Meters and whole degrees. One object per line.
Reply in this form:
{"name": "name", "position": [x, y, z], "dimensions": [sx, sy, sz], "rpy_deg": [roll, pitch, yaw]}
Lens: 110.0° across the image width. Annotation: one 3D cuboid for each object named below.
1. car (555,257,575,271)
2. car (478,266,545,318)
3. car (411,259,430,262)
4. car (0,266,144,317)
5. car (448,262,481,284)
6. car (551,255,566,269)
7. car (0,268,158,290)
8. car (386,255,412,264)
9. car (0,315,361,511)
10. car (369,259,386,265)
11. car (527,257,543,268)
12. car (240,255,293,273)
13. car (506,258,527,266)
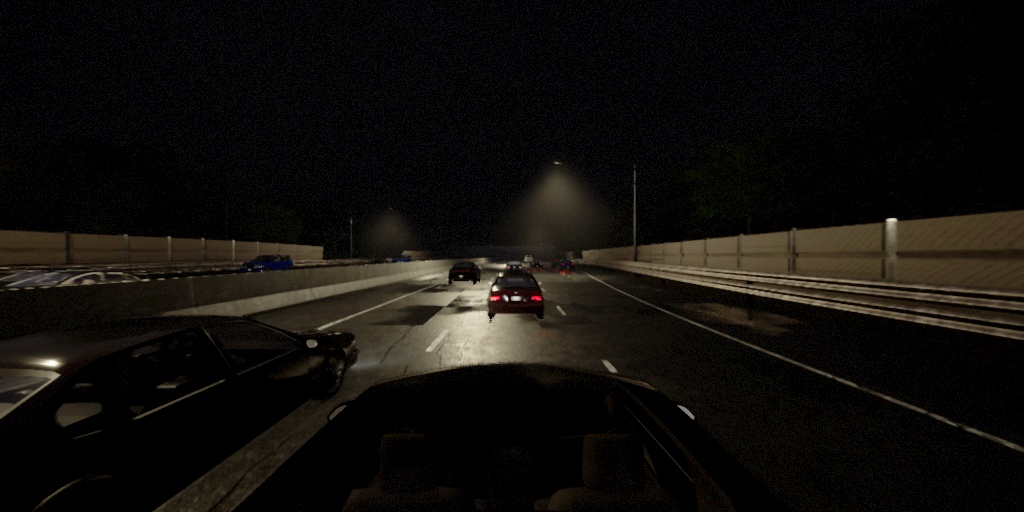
{"name": "car", "position": [7.102, 1.193, 47.011], "dimensions": [1.812, 1.442, 4.674], "rpy_deg": [0, 0, 2]}
{"name": "car", "position": [0.119, 1.270, 12.877], "dimensions": [2.033, 1.411, 5.357], "rpy_deg": [0, 0, 0]}
{"name": "car", "position": [-13.716, 1.141, 56.196], "dimensions": [1.882, 1.535, 5.008], "rpy_deg": [0, 0, 1]}
{"name": "car", "position": [-17.576, 1.213, 13.639], "dimensions": [2.128, 1.511, 4.902], "rpy_deg": [0, 0, 0]}
{"name": "car", "position": [-3.325, 1.171, 25.918], "dimensions": [1.882, 1.535, 5.008], "rpy_deg": [0, 0, 0]}
{"name": "car", "position": [7.332, 0.887, 56.199], "dimensions": [2.150, 2.045, 5.566], "rpy_deg": [0, 0, 1]}
{"name": "car", "position": [-14.082, 1.218, 11.433], "dimensions": [2.128, 1.511, 4.902], "rpy_deg": [0, 0, 0]}
{"name": "car", "position": [-17.215, 0.883, 55.999], "dimensions": [2.150, 2.045, 5.566], "rpy_deg": [0, 0, 1]}
{"name": "car", "position": [-3.398, 1.293, 3.397], "dimensions": [2.033, 1.411, 5.357], "rpy_deg": [0, 0, 0]}
{"name": "car", "position": [-20.712, 1.167, 56.017], "dimensions": [1.837, 1.490, 4.892], "rpy_deg": [0, 0, 1]}
{"name": "car", "position": [3.842, 1.266, 57.033], "dimensions": [1.895, 1.301, 4.718], "rpy_deg": [0, 0, 1]}
{"name": "car", "position": [-23.718, 0.899, 34.984], "dimensions": [2.150, 2.045, 5.566], "rpy_deg": [0, 0, -3]}
{"name": "car", "position": [0.269, 1.220, 39.825], "dimensions": [2.033, 1.411, 5.357], "rpy_deg": [0, 0, 0]}
